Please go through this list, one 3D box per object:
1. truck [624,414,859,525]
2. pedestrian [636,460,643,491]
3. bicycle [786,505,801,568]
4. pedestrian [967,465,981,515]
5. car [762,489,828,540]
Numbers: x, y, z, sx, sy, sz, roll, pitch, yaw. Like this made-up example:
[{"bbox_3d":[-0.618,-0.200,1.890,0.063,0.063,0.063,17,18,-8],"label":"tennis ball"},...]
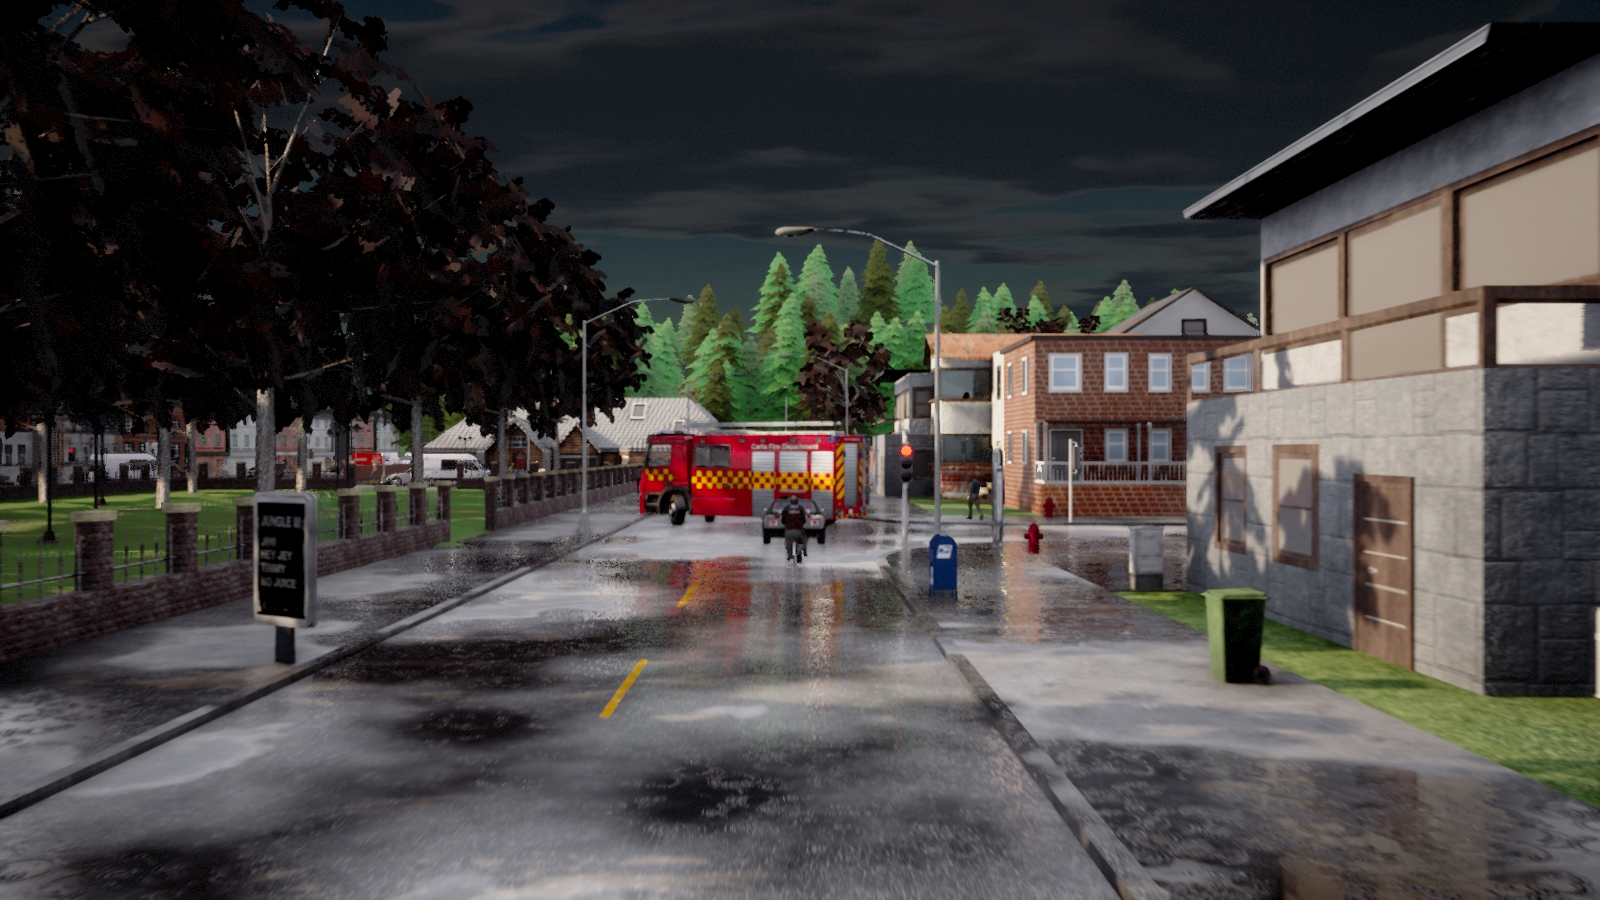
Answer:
[{"bbox_3d":[-2.262,0.671,42.738,8.468,3.827,2.891,0,0,27],"label":"truck"},{"bbox_3d":[-9.758,1.526,69.398,0.375,1.860,0.375,0,0,-1],"label":"pedestrian"},{"bbox_3d":[-0.147,1.940,25.995,0.329,1.271,1.835,0,0,0],"label":"bicycle"},{"bbox_3d":[6.602,1.516,43.319,0.375,1.860,0.375,0,0,-37],"label":"pedestrian"},{"bbox_3d":[-0.155,1.935,35.312,1.895,1.301,4.718,0,0,0],"label":"car"}]
